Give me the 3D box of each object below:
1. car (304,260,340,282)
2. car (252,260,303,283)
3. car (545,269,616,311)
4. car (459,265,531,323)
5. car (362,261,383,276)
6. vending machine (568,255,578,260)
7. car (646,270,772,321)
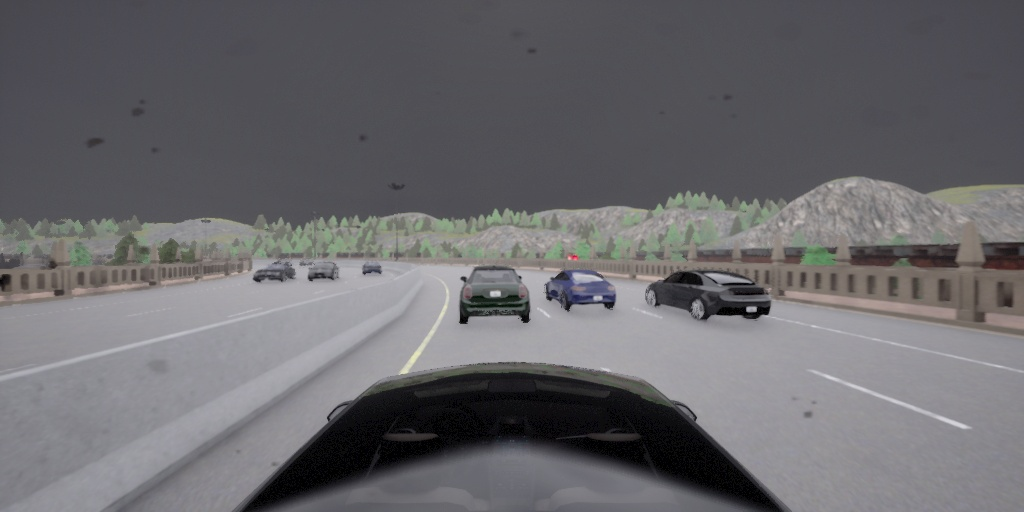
[{"bbox_3d":[-15.349,1.257,29.486,1.837,1.490,4.892,0,0,-19],"label":"car"},{"bbox_3d":[-18.614,1.312,28.434,2.033,1.411,5.357,0,0,-19],"label":"car"},{"bbox_3d":[2.598,1.246,14.333,1.812,1.442,4.674,0,0,-7],"label":"car"},{"bbox_3d":[-0.691,1.086,12.275,2.097,1.767,4.553,0,0,-6],"label":"car"},{"bbox_3d":[-14.797,1.283,38.014,2.033,1.411,5.357,0,0,-23],"label":"car"},{"bbox_3d":[7.208,0.853,42.485,1.100,2.100,0.880,0,0,-21],"label":"vending machine"},{"bbox_3d":[6.360,1.217,12.265,1.837,1.490,4.892,0,0,-5],"label":"car"}]
